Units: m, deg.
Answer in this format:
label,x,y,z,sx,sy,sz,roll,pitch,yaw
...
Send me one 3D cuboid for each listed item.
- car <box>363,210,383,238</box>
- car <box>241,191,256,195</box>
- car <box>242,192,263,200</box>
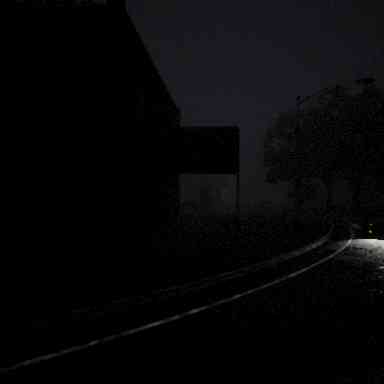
label,x,y,z,sx,sy,sz,roll,pitch,yaw
car,10.197,1.646,17.649,1.994,1.385,4.181,0,-1,26
car,17.150,1.277,93.339,4.792,1.488,2.163,-1,3,-16
car,16.918,1.475,90.392,4.674,1.452,2.002,-1,3,-16
